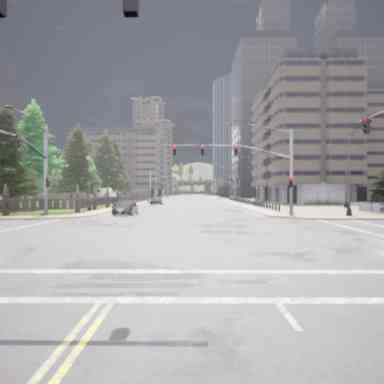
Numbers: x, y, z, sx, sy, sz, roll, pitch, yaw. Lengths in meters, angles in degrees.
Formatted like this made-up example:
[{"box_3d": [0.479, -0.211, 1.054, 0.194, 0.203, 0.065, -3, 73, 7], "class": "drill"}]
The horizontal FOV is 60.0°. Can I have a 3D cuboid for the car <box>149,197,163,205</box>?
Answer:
[{"box_3d": [-6.179, 1.548, 57.689, 1.994, 1.385, 4.181, 0, 0, 0], "class": "car"}]

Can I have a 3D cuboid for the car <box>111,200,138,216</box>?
[{"box_3d": [-6.373, 1.493, 31.939, 2.128, 1.511, 4.902, 0, 0, 0], "class": "car"}]
